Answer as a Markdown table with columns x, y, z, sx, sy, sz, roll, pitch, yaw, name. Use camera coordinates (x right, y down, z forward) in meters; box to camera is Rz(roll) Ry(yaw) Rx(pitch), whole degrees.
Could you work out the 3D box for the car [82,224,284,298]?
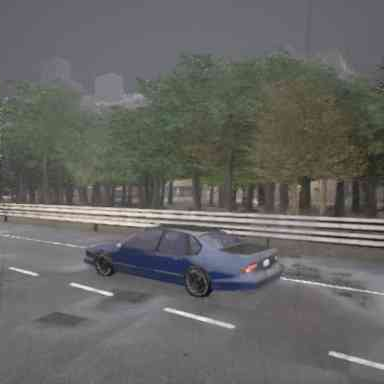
| x | y | z | sx | sy | sz | roll | pitch | yaw | name |
| --- | --- | --- | --- | --- | --- | --- | --- | --- | --- |
| -0.472 | 1.548 | 8.506 | 5.357 | 1.411 | 2.033 | 0 | 0 | 36 | car |
